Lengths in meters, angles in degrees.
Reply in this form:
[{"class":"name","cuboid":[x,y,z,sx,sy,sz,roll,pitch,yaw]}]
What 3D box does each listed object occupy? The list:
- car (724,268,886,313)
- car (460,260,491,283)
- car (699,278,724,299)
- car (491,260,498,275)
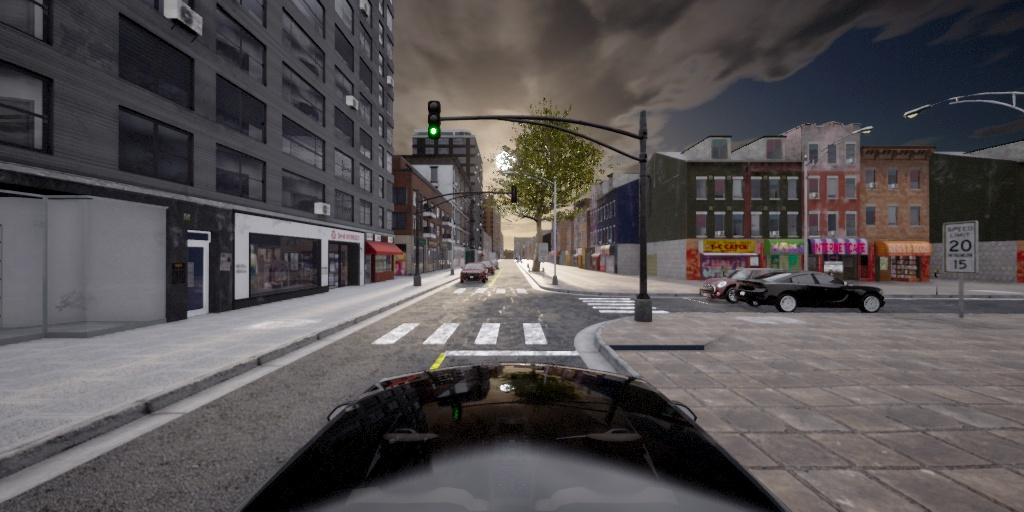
[{"class":"car","cuboid":[11.367,1.304,13.846,5.008,1.535,1.882,0,0,0]},{"class":"car","cuboid":[-2.919,1.248,28.342,1.882,1.535,5.008,0,0,0]},{"class":"car","cuboid":[10.880,1.272,16.479,4.097,1.591,1.967,0,0,0]},{"class":"car","cuboid":[-2.957,1.261,40.388,1.882,1.535,5.008,0,0,0]}]
